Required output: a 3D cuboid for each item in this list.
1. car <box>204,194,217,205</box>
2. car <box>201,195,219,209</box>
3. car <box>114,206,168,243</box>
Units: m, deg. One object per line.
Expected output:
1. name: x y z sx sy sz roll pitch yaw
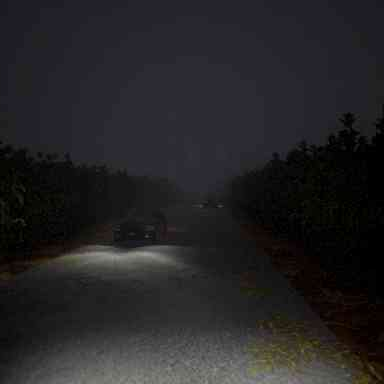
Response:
1. car: 2.778 1.138 50.460 1.882 1.535 5.008 0 0 4
2. car: 2.264 1.269 40.848 1.812 1.442 4.674 0 1 3
3. car: -2.374 1.475 16.415 1.882 1.535 5.008 0 0 3
